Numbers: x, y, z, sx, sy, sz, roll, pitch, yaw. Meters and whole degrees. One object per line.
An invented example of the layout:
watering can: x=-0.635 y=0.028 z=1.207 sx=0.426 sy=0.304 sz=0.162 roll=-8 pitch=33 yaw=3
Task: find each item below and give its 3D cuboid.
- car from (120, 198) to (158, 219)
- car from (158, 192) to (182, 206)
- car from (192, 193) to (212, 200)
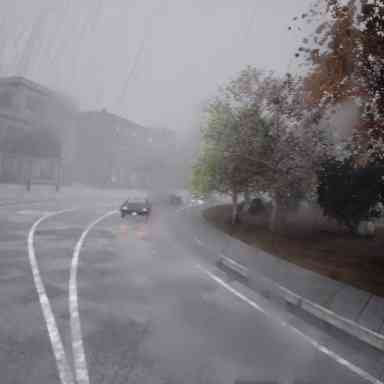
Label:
car: x=-3.718 y=1.045 z=23.177 sx=1.895 sy=1.301 sz=4.718 roll=5 pitch=1 yaw=-3
car: x=-2.511 y=0.761 z=38.221 sx=1.837 sy=1.490 sz=4.892 roll=4 pitch=2 yaw=12
car: x=1.830 y=0.601 z=58.054 sx=1.837 sy=1.490 sz=4.892 roll=4 pitch=2 yaw=30
